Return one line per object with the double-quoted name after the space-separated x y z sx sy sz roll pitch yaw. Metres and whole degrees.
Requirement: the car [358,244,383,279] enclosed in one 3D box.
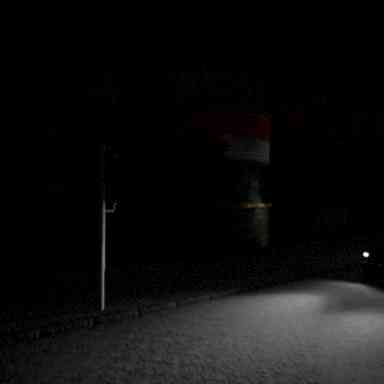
6.740 1.753 9.408 4.718 1.301 1.895 1 -1 -35 "car"
